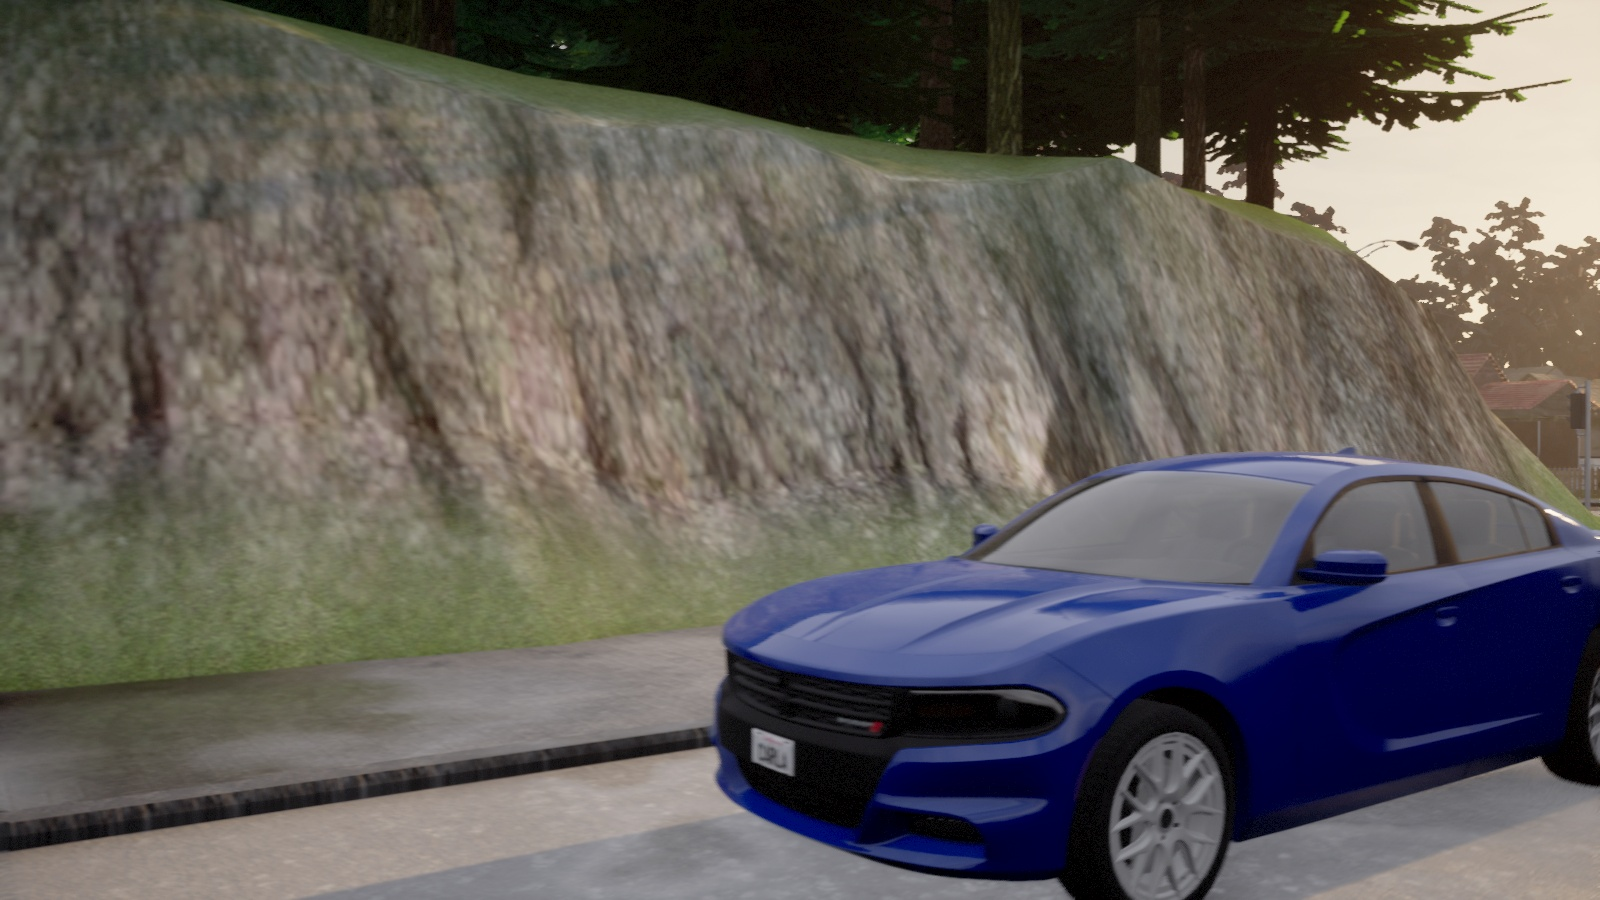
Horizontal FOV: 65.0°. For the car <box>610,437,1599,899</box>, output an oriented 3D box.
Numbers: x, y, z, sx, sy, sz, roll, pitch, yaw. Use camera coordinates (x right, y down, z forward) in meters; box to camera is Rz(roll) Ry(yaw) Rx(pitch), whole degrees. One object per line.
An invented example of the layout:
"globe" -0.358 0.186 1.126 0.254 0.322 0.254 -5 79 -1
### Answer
"car" 1.856 0.739 5.533 5.008 1.535 1.882 0 0 -34
